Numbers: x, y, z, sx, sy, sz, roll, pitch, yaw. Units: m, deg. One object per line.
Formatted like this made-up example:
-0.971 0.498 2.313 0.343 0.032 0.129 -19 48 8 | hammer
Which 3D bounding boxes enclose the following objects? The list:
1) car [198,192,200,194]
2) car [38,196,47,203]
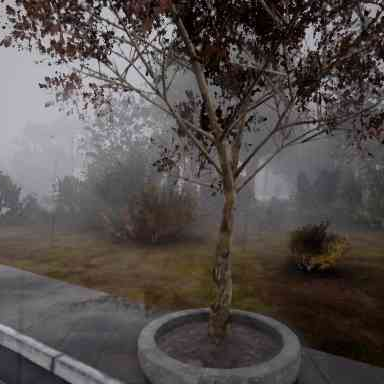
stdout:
0.903 0.971 60.271 2.150 2.045 5.566 1 0 32 | car
-20.366 1.230 46.694 1.994 1.385 4.181 1 0 32 | car
